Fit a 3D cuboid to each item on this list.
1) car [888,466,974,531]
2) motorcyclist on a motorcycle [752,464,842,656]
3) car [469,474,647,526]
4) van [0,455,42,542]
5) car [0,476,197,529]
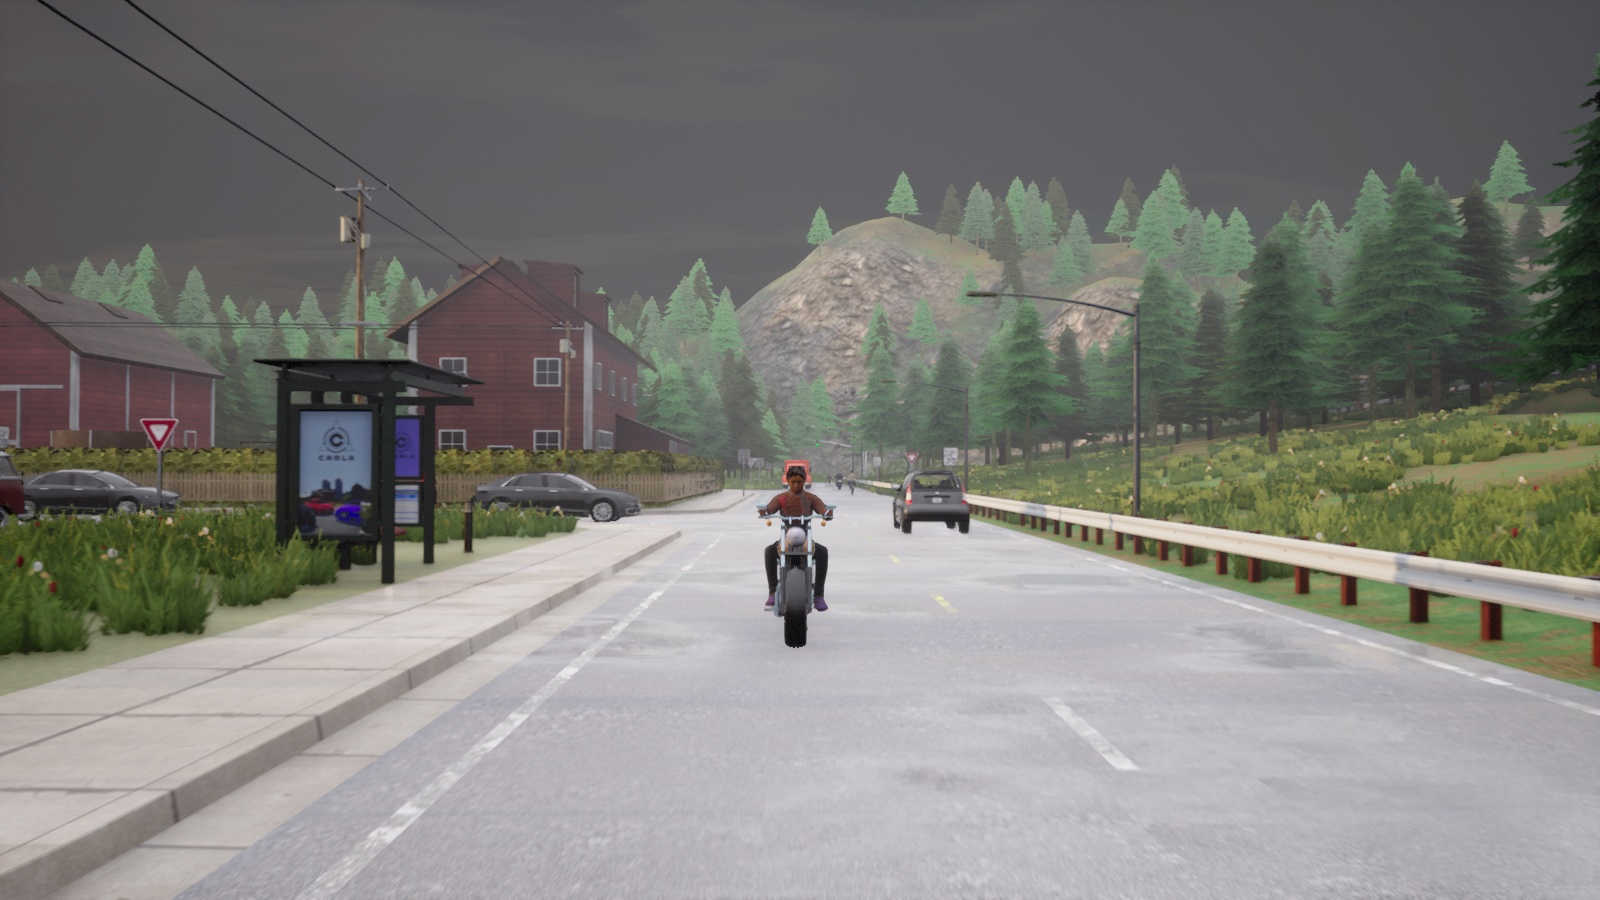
[{"bbox_3d":[3.419,1.247,33.374,1.851,1.617,3.988,0,-1,0],"label":"car"},{"bbox_3d":[-0.029,0.962,11.990,0.766,1.649,2.350,0,-1,0],"label":"motorcyclist on a motorcycle"},{"bbox_3d":[-7.034,1.452,36.869,4.892,1.490,1.837,0,-1,0],"label":"car"},{"bbox_3d":[-19.542,1.106,28.045,1.775,1.987,4.442,-1,-1,16],"label":"van"},{"bbox_3d":[-20.533,1.504,36.727,4.892,1.490,1.837,0,-1,0],"label":"car"}]
